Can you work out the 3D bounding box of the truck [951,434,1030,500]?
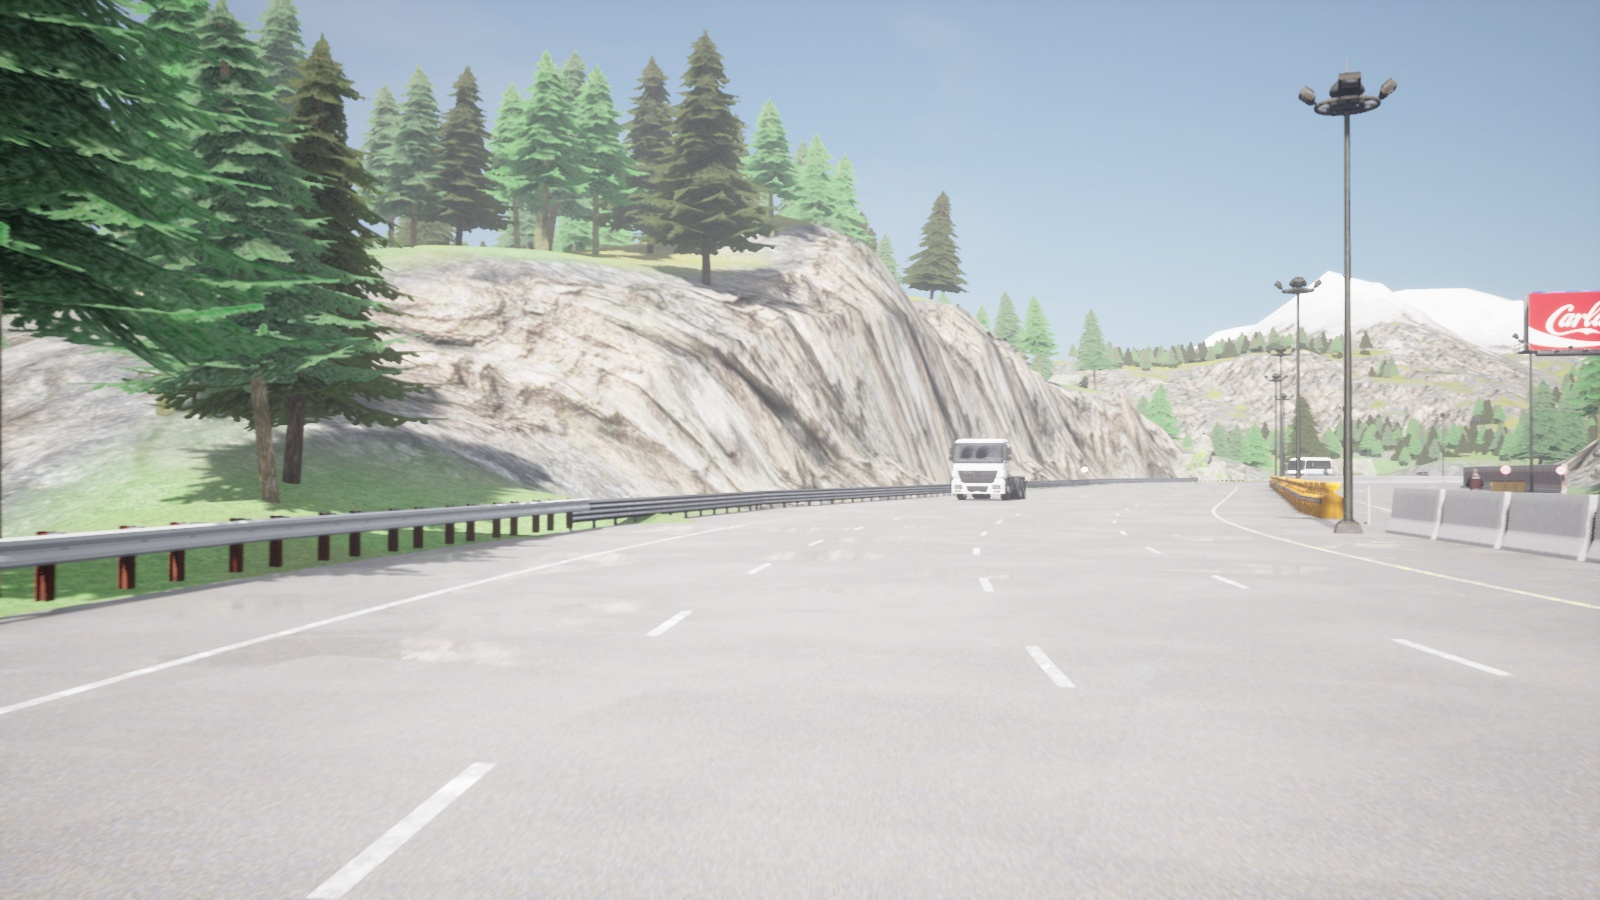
[{"bbox_3d":[10.813,0.975,70.617,2.891,3.462,7.936,-1,-1,20],"label":"truck"}]
